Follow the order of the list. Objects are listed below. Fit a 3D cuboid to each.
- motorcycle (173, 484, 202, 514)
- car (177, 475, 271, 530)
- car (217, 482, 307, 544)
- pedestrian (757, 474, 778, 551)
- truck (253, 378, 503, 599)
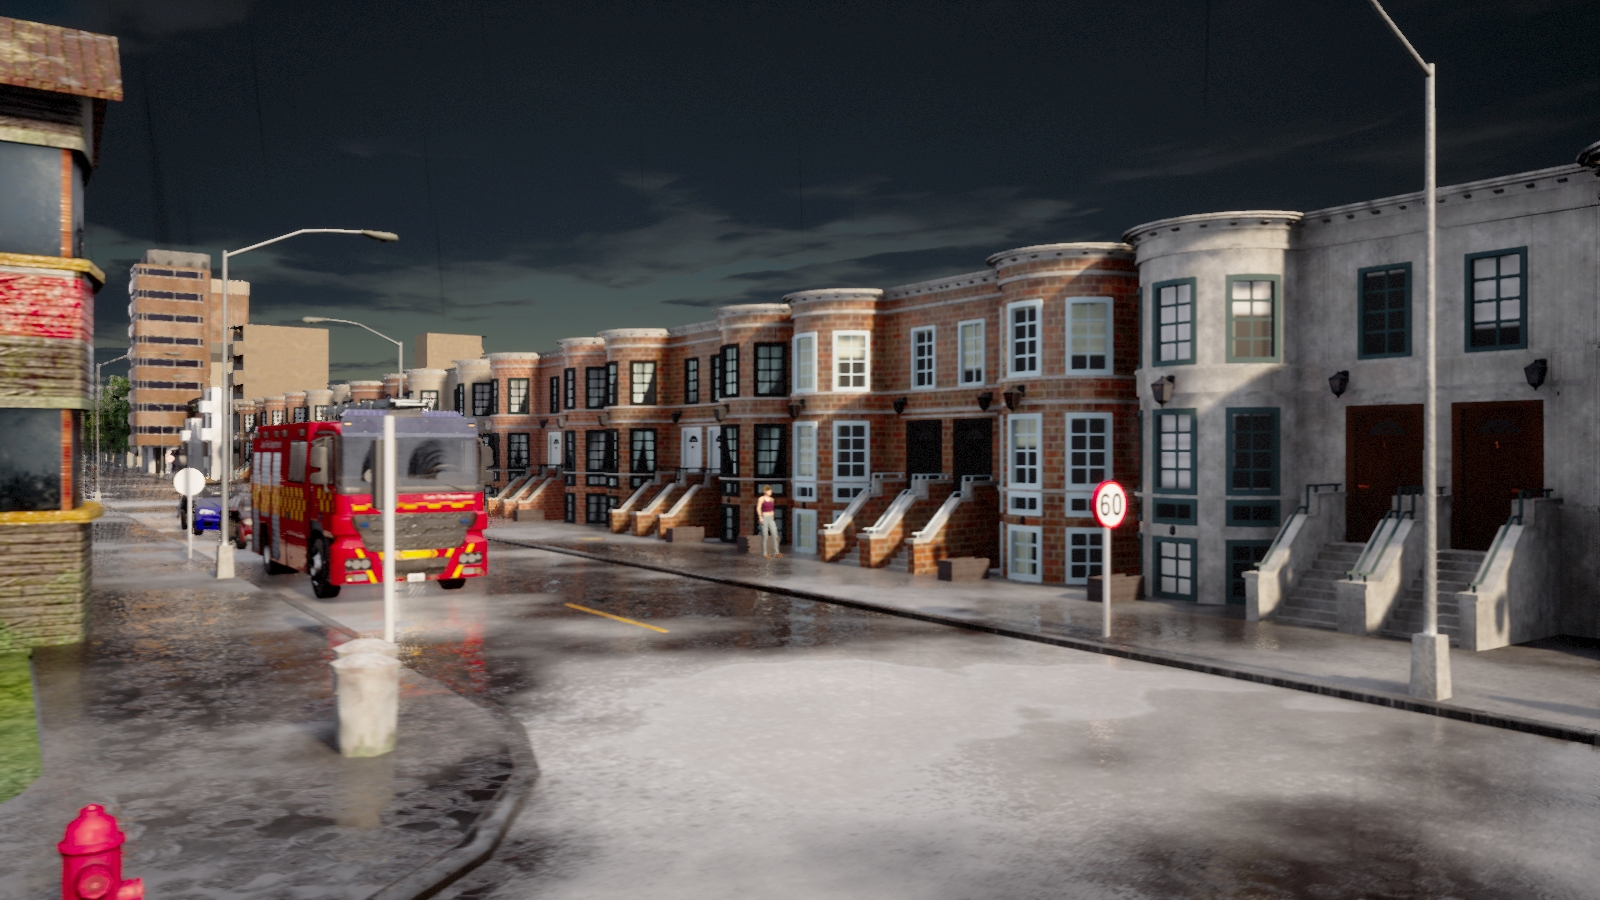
[{"bbox_3d":[-25.134,1.993,46.867,0.803,1.145,2.033,0,0,-35],"label":"motorcycle"},{"bbox_3d":[-19.882,1.748,39.357,2.242,1.667,4.611,0,0,-35],"label":"car"},{"bbox_3d":[-15.869,1.798,33.609,1.789,1.549,3.705,0,1,-35],"label":"car"},{"bbox_3d":[-0.791,1.523,28.049,0.375,1.860,0.375,0,0,-35],"label":"pedestrian"},{"bbox_3d":[-9.177,0.671,24.061,2.891,3.827,8.468,0,0,-35],"label":"truck"}]
